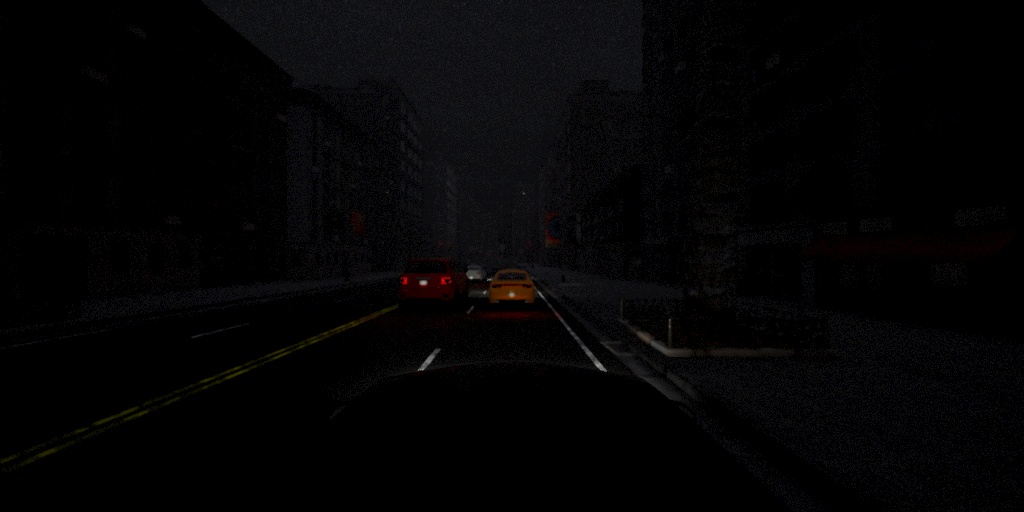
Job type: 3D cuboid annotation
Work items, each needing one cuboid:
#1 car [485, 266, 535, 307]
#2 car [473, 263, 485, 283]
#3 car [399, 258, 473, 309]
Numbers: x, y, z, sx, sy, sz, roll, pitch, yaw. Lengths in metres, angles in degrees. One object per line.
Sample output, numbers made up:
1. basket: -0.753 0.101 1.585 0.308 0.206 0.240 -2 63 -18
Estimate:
1. car: 0.003 1.363 16.321 1.882 1.535 5.008 0 0 0
2. car: -3.253 1.552 31.240 1.812 1.442 4.674 0 0 0
3. car: -3.253 1.097 15.865 2.150 2.045 5.566 0 0 0
